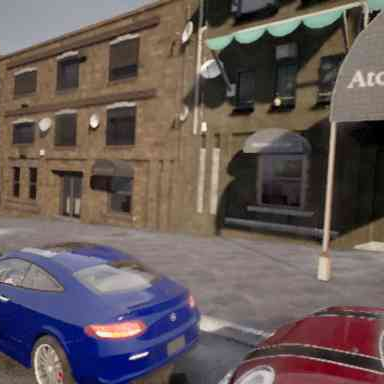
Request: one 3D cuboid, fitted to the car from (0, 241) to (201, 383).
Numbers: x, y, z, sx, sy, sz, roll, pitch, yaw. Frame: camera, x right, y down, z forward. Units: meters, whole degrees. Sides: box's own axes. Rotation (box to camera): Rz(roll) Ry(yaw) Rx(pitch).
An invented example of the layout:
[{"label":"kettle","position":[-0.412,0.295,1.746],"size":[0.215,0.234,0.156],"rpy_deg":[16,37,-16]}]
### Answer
[{"label":"car","position":[-2.047,1.490,4.991],"size":[4.674,1.452,2.002],"rpy_deg":[0,0,35]}]
